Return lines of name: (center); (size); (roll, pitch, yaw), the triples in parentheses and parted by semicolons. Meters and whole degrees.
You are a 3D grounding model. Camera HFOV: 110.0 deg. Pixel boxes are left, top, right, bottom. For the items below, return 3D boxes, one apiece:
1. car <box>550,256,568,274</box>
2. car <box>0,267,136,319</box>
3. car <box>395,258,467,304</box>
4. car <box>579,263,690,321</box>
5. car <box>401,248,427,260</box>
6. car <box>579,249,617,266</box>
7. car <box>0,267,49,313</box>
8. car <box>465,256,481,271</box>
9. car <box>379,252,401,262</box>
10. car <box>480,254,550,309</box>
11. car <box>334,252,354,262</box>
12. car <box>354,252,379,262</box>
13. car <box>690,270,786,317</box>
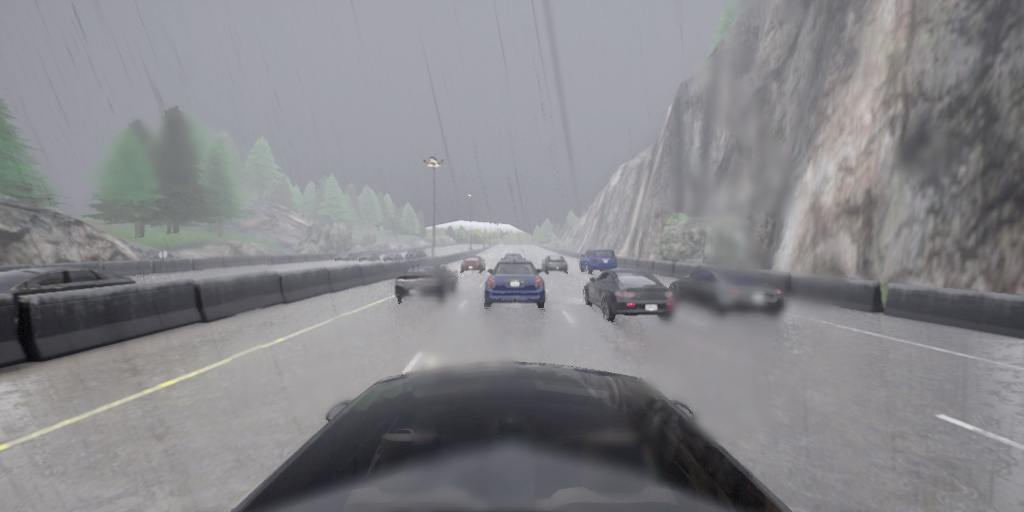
car: (3.600, 0.703, 30.714); (2.128, 1.511, 4.902); (0, 1, 0)
car: (-14.100, 1.123, 10.556); (1.837, 1.490, 4.892); (0, 1, 0)
car: (-3.400, 1.033, 15.030); (2.128, 1.511, 4.902); (0, 1, 0)
car: (3.600, 1.128, 11.554); (1.812, 1.442, 4.674); (0, 1, 0)
car: (-14.072, -0.188, 52.924); (2.150, 2.045, 5.566); (0, 2, 0)
car: (7.100, 0.454, 29.860); (2.150, 2.045, 5.566); (0, 1, 0)
car: (-17.600, 1.143, 10.575); (1.812, 1.442, 4.674); (0, 1, 0)
car: (-3.400, 0.711, 31.789); (1.812, 1.442, 4.674); (0, 1, 0)
car: (-17.569, 0.151, 53.035); (1.994, 1.385, 4.181); (0, 2, 0)
car: (0.099, 0.912, 13.993); (2.097, 1.767, 4.553); (0, 1, 0)
car: (-24.561, 0.152, 53.030); (1.994, 1.385, 4.181); (0, 2, 0)
car: (-21.065, 0.151, 53.033); (1.994, 1.385, 4.181); (0, 2, 0)
car: (7.099, 1.154, 12.326); (1.994, 1.385, 4.181); (0, 1, 0)
